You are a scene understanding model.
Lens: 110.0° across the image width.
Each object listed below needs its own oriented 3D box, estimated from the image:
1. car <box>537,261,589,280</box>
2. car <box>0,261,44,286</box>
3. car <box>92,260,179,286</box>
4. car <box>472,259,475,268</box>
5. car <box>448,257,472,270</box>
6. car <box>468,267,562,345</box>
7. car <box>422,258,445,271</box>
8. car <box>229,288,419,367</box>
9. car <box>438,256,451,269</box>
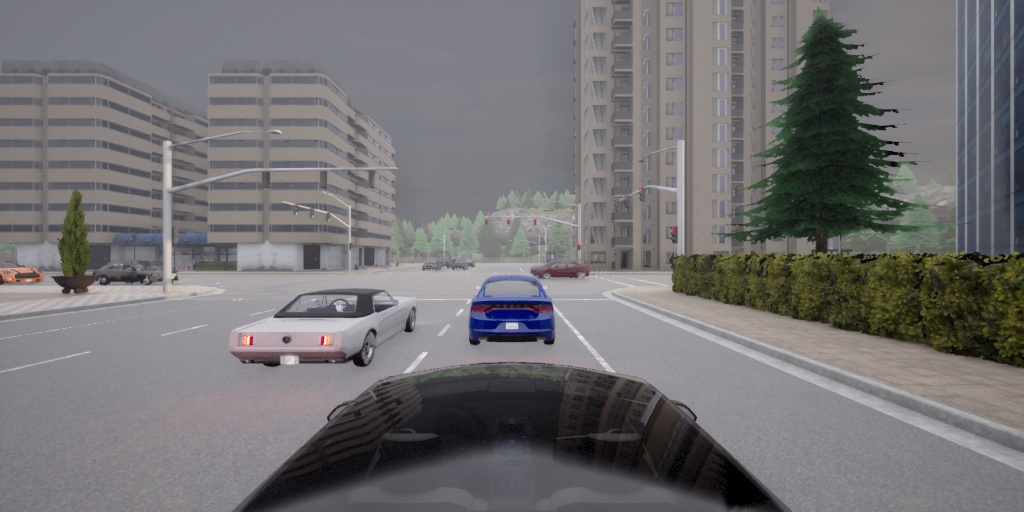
[{"bbox_3d":[4.120,1.227,30.635,5.008,1.535,1.882,0,-1,-15],"label":"car"},{"bbox_3d":[-35.691,1.102,24.839,4.553,1.767,2.097,0,0,0],"label":"car"},{"bbox_3d":[-25.948,1.241,24.810,4.902,1.511,2.128,0,0,1],"label":"car"},{"bbox_3d":[-7.612,1.228,62.641,1.882,1.535,5.008,0,0,0],"label":"car"},{"bbox_3d":[-7.524,1.297,52.303,2.033,1.411,5.357,0,0,0],"label":"car"},{"bbox_3d":[-0.005,1.228,9.539,1.882,1.535,5.008,0,0,0],"label":"car"},{"bbox_3d":[-11.011,1.314,49.409,1.994,1.385,4.181,0,0,0],"label":"car"},{"bbox_3d":[-3.497,1.351,7.873,1.895,1.301,4.718,0,0,0],"label":"car"},{"bbox_3d":[-11.095,0.972,58.779,2.150,2.045,5.566,0,0,0],"label":"car"}]
